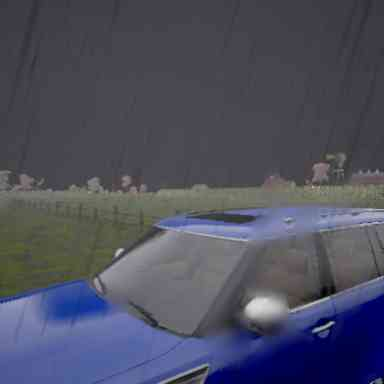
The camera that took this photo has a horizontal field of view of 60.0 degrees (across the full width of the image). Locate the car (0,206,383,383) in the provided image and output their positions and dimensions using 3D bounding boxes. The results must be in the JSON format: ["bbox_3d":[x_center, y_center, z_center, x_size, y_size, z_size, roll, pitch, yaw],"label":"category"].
[{"bbox_3d":[0.483,1.216,3.407,5.566,2.045,2.150,0,0,-35],"label":"car"}]
